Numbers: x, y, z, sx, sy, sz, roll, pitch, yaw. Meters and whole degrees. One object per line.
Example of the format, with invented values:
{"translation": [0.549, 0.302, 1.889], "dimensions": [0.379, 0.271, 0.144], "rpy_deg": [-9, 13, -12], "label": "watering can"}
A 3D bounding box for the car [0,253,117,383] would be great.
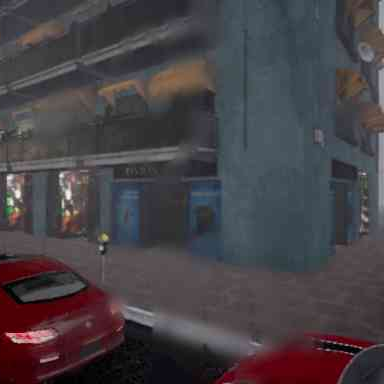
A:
{"translation": [-2.802, 1.576, 4.871], "dimensions": [4.206, 1.307, 1.802], "rpy_deg": [0, 0, 35], "label": "car"}

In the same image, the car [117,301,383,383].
{"translation": [1.810, 1.441, 1.583], "dimensions": [4.097, 1.590, 1.967], "rpy_deg": [0, 0, 35], "label": "car"}
